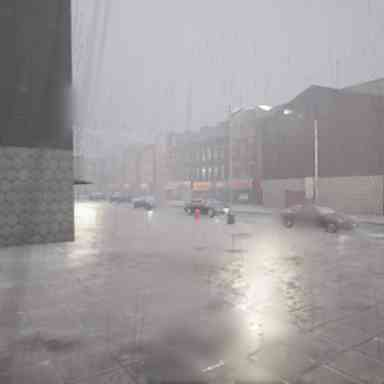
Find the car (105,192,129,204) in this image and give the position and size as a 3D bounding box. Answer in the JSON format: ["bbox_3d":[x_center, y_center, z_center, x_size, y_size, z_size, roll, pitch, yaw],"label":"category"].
[{"bbox_3d":[-10.565,0.743,48.866,2.097,1.767,4.553,-1,1,-35],"label":"car"}]

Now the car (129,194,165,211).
[{"bbox_3d":[-4.642,1.147,35.448,1.812,1.442,4.674,-1,1,-35],"label":"car"}]

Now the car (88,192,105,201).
[{"bbox_3d":[-16.260,0.786,56.890,1.837,1.490,4.892,-1,1,-36],"label":"car"}]

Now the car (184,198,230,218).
[{"bbox_3d":[1.237,1.251,27.163,2.128,1.511,4.902,-1,1,-35],"label":"car"}]

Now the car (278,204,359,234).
[{"bbox_3d":[7.052,1.420,18.994,1.812,1.442,4.674,-1,1,-34],"label":"car"}]
